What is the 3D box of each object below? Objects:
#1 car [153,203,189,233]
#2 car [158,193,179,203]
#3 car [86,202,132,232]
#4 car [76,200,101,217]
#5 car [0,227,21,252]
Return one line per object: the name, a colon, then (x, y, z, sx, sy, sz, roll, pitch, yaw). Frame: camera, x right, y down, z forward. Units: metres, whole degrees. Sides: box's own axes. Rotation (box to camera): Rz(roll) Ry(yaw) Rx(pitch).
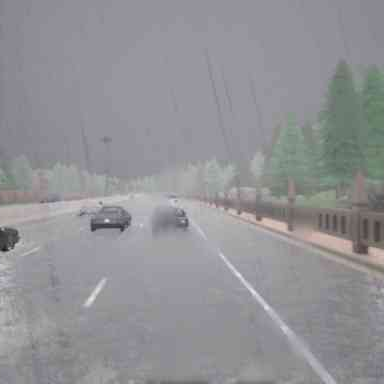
car: (-1.248, 1.569, 19.388, 1.895, 1.301, 4.718, 0, 0, -4)
car: (-2.719, 1.160, 37.868, 2.150, 2.045, 5.566, 0, 0, -5)
car: (-4.838, 1.542, 20.301, 1.994, 1.385, 4.181, 0, 0, -4)
car: (-9.242, 1.498, 31.451, 1.812, 1.442, 4.674, 0, 0, -5)
car: (-7.592, 1.553, 10.806, 2.033, 1.411, 5.357, 0, 0, -4)
